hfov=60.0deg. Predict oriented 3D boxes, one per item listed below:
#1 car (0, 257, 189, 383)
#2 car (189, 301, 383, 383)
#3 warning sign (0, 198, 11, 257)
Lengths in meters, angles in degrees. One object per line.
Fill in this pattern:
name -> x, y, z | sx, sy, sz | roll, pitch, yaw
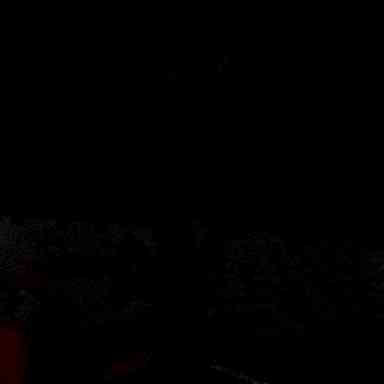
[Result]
car -> -1.888, 1.544, 4.307 | 4.507, 1.381, 1.887 | 0, 0, 35
car -> 2.672, 1.315, 1.053 | 5.009, 1.841, 2.192 | 0, 0, 36
warning sign -> -6.696, 1.115, 10.573 | 1.060, 1.860, 1.300 | 0, 0, 35
